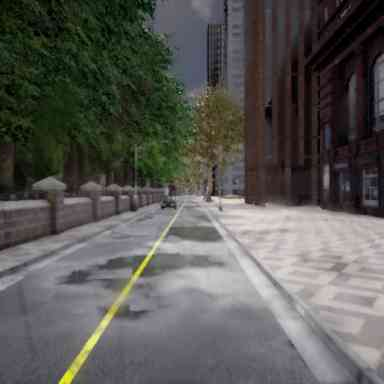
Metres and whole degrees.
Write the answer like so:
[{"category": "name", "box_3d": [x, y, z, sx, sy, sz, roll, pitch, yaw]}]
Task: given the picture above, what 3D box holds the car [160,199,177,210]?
[{"category": "car", "box_3d": [-2.988, 1.577, 43.620, 1.994, 1.385, 4.181, 0, 0, 0]}]
